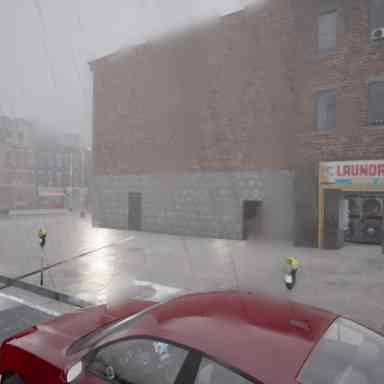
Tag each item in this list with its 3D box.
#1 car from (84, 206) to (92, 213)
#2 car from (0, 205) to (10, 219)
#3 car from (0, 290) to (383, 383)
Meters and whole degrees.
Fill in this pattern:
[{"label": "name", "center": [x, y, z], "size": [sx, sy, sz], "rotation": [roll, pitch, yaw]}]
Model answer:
[{"label": "car", "center": [-10.913, 1.966, 41.929], "size": [2.033, 1.411, 5.357], "rotation": [1, 0, 36]}, {"label": "car", "center": [-19.288, 1.722, 30.260], "size": [2.128, 1.511, 4.902], "rotation": [1, 0, 36]}, {"label": "car", "center": [0.137, 1.544, 2.700], "size": [4.507, 1.381, 1.887], "rotation": [0, 1, 36]}]
